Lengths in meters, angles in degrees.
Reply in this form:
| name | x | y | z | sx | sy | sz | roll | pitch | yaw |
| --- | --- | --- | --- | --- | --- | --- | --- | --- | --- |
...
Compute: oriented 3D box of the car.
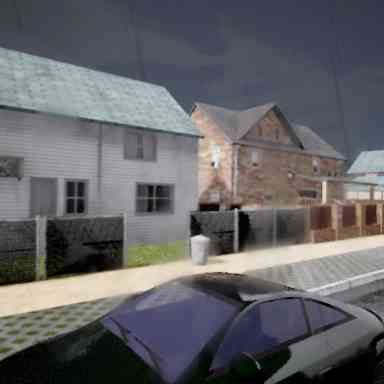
| name | x | y | z | sx | sy | sz | roll | pitch | yaw |
| --- | --- | --- | --- | --- | --- | --- | --- | --- | --- |
| car | 0.180 | 1.573 | 3.200 | 4.181 | 1.385 | 1.994 | 0 | 0 | -36 |
